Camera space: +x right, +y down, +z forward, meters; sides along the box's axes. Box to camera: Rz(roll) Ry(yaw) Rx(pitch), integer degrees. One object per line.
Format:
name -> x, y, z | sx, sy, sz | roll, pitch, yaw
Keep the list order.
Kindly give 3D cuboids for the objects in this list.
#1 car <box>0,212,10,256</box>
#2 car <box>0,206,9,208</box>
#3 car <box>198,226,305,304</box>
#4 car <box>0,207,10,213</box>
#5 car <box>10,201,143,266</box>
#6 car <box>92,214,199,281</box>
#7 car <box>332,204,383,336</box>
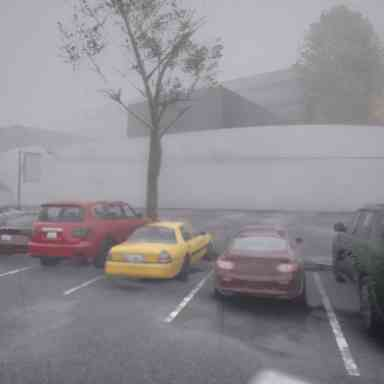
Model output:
car -> -5.607, 1.633, 13.466 | 2.163, 1.488, 4.792 | -1, -1, 15
car -> -10.503, 1.541, 16.927 | 2.185, 1.767, 4.553 | 0, -1, 15
car -> 1.742, 1.558, 8.235 | 2.002, 1.452, 4.674 | -1, -1, 15
car -> -8.057, 1.635, 15.171 | 2.231, 1.521, 4.892 | 0, -1, 15
car -> -3.153, 1.324, 11.739 | 2.435, 2.045, 5.566 | -1, -1, 15
car -> -0.658, 1.547, 10.155 | 1.946, 1.575, 5.366 | -1, -1, 15
car -> 4.201, 1.239, 6.529 | 2.435, 2.045, 5.566 | -1, -1, 15
